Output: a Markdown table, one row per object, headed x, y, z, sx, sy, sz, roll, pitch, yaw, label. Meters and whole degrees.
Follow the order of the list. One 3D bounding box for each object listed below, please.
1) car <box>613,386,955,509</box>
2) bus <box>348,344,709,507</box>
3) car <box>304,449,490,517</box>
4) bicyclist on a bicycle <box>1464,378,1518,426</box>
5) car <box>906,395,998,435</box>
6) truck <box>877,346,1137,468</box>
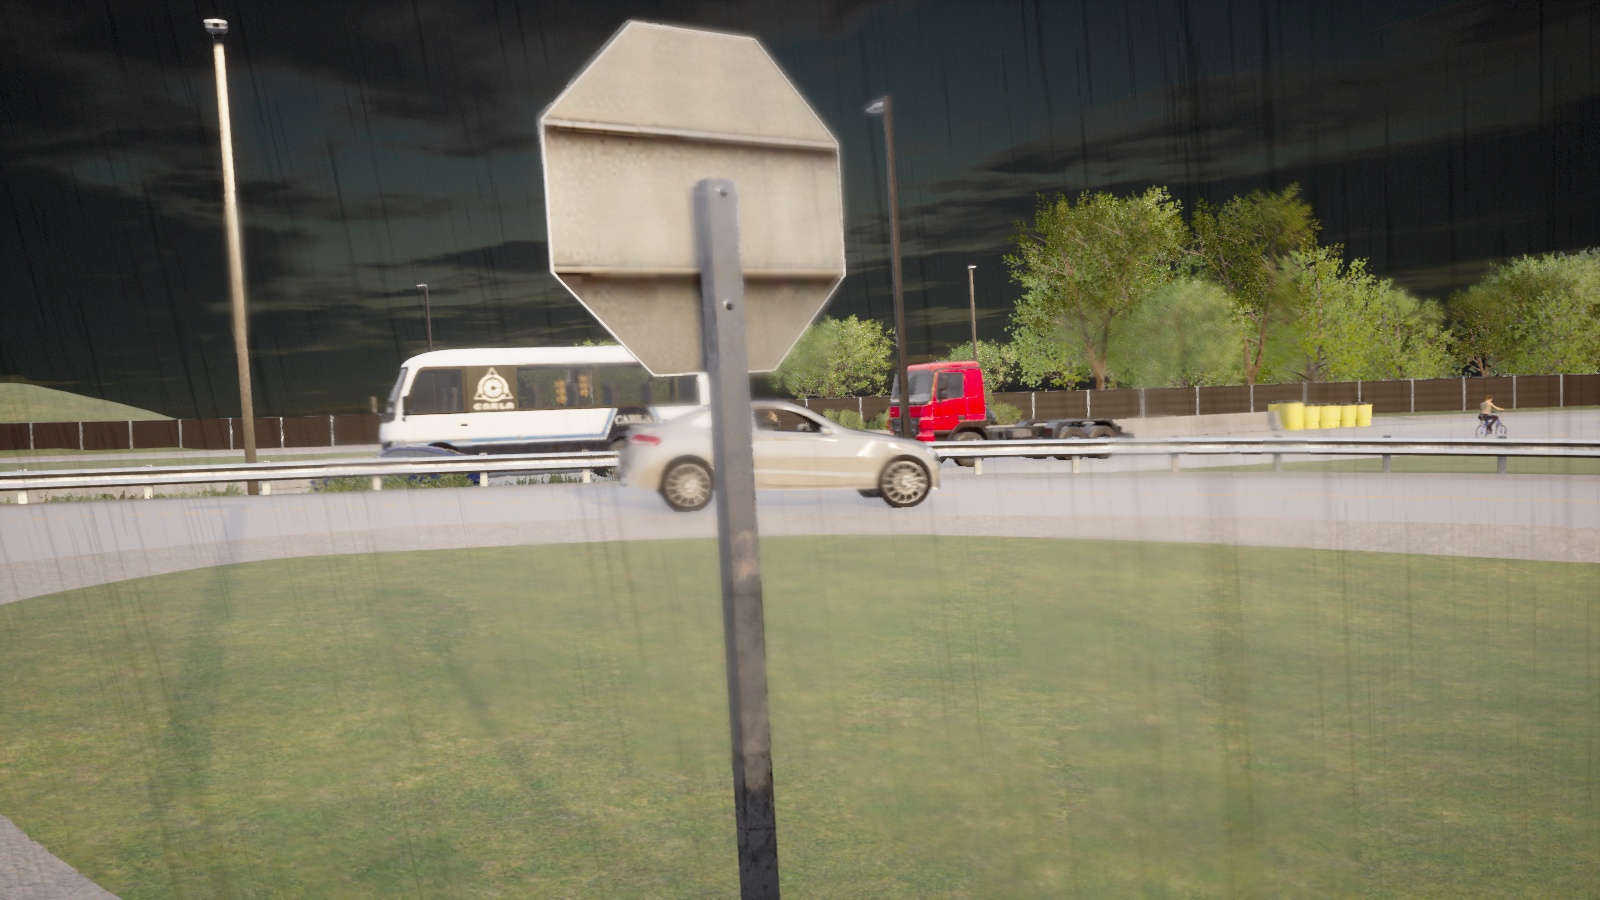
| x | y | z | sx | sy | sz | roll | pitch | yaw | label |
| --- | --- | --- | --- | --- | --- | --- | --- | --- | --- |
| -0.328 | -0.099 | 19.667 | 5.027 | 1.651 | 2.152 | -2 | 2 | -10 | car |
| -8.475 | -0.870 | 39.251 | 10.273 | 4.253 | 3.944 | -4 | 2 | -22 | bus |
| -11.071 | 0.857 | 34.478 | 4.674 | 1.442 | 1.812 | -4 | 2 | -22 | car |
| 24.675 | -1.714 | 44.864 | 1.509 | 1.612 | 0.866 | -4 | 2 | -21 | bicyclist on a bicycle |
| 7.829 | -1.833 | 65.234 | 4.553 | 1.767 | 2.097 | -3 | 3 | 4 | car |
| 6.869 | -1.460 | 41.561 | 7.936 | 3.462 | 2.891 | -4 | 2 | -22 | truck |
